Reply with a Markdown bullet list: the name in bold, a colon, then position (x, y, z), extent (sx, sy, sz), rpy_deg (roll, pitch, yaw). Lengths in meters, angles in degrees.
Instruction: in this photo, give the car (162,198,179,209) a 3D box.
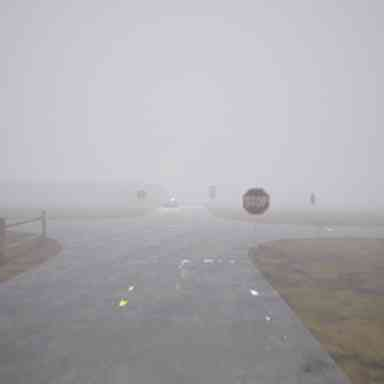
- **car**: position (-2.753, 1.515, 43.711), extent (1.994, 1.385, 4.181), rpy_deg (0, 0, 0)
